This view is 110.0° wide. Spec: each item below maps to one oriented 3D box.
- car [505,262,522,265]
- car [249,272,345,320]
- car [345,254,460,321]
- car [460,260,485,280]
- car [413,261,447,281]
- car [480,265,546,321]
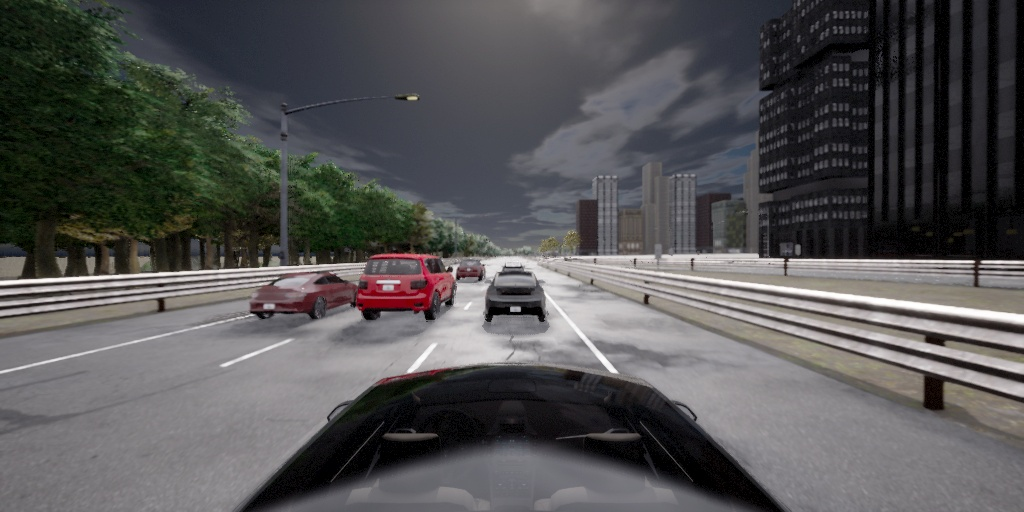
[{"bbox_3d":[0.103,1.215,30.543,2.128,1.511,4.902,0,0,0],"label":"car"},{"bbox_3d":[-6.899,1.267,12.492,1.812,1.442,4.674,0,0,0],"label":"car"},{"bbox_3d":[-3.398,0.962,12.535,2.150,2.045,5.566,0,0,0],"label":"car"},{"bbox_3d":[-3.396,1.076,30.348,2.097,1.767,4.553,0,0,0],"label":"car"},{"bbox_3d":[-6.896,1.228,30.677,1.837,1.490,4.892,0,0,0],"label":"car"},{"bbox_3d":[0.101,1.246,12.473,1.837,1.490,4.892,0,0,0],"label":"car"}]
